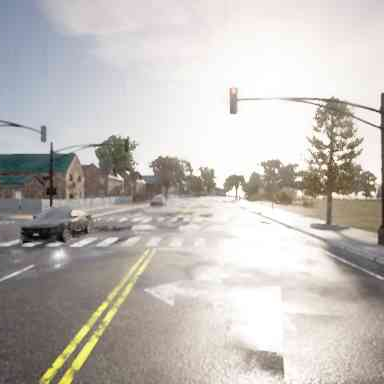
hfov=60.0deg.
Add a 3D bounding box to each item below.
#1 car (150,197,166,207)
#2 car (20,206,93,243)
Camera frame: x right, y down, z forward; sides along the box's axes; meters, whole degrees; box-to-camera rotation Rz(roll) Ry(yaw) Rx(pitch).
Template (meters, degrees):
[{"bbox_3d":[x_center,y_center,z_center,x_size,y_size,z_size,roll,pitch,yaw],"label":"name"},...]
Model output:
[{"bbox_3d":[-5.096,1.474,50.802,1.882,1.535,5.008,0,0,3],"label":"car"},{"bbox_3d":[-6.352,1.479,16.136,1.882,1.535,5.008,0,0,1],"label":"car"}]
